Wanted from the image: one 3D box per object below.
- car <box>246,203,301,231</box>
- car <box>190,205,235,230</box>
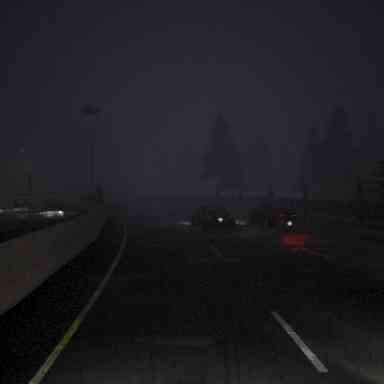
[{"bbox_3d":[4.816,1.437,20.325,1.837,1.490,4.892,0,0,-11],"label":"car"},{"bbox_3d":[1.184,1.505,20.575,1.994,1.385,4.181,0,0,-12],"label":"car"}]
